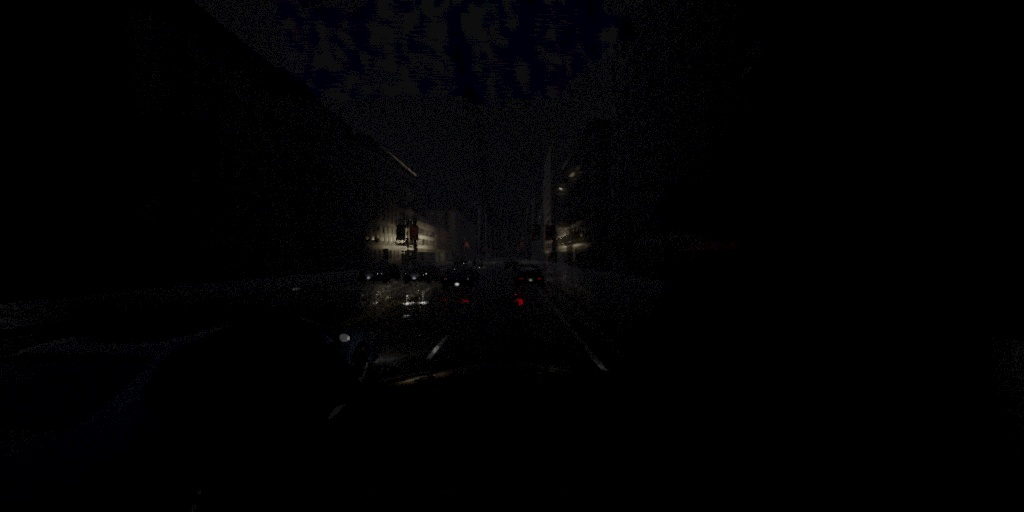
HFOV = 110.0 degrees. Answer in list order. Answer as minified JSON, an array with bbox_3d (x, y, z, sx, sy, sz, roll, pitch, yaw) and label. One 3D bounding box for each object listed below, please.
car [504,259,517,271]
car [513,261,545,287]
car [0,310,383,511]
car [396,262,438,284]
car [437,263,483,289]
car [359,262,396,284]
[{"bbox_3d":[0.026,1.208,48.456,1.837,1.490,4.892,0,0,0],"label":"car"},{"bbox_3d":[1.129,1.261,23.961,1.812,1.442,4.674,0,0,0],"label":"car"},{"bbox_3d":[-3.150,1.297,3.730,2.033,1.411,5.357,0,0,0],"label":"car"},{"bbox_3d":[-6.603,1.223,26.673,2.128,1.511,4.902,0,0,0],"label":"car"},{"bbox_3d":[-3.157,1.337,22.769,1.895,1.301,4.718,0,0,0],"label":"car"},{"bbox_3d":[-9.853,1.222,27.078,2.128,1.511,4.902,0,0,0],"label":"car"}]
